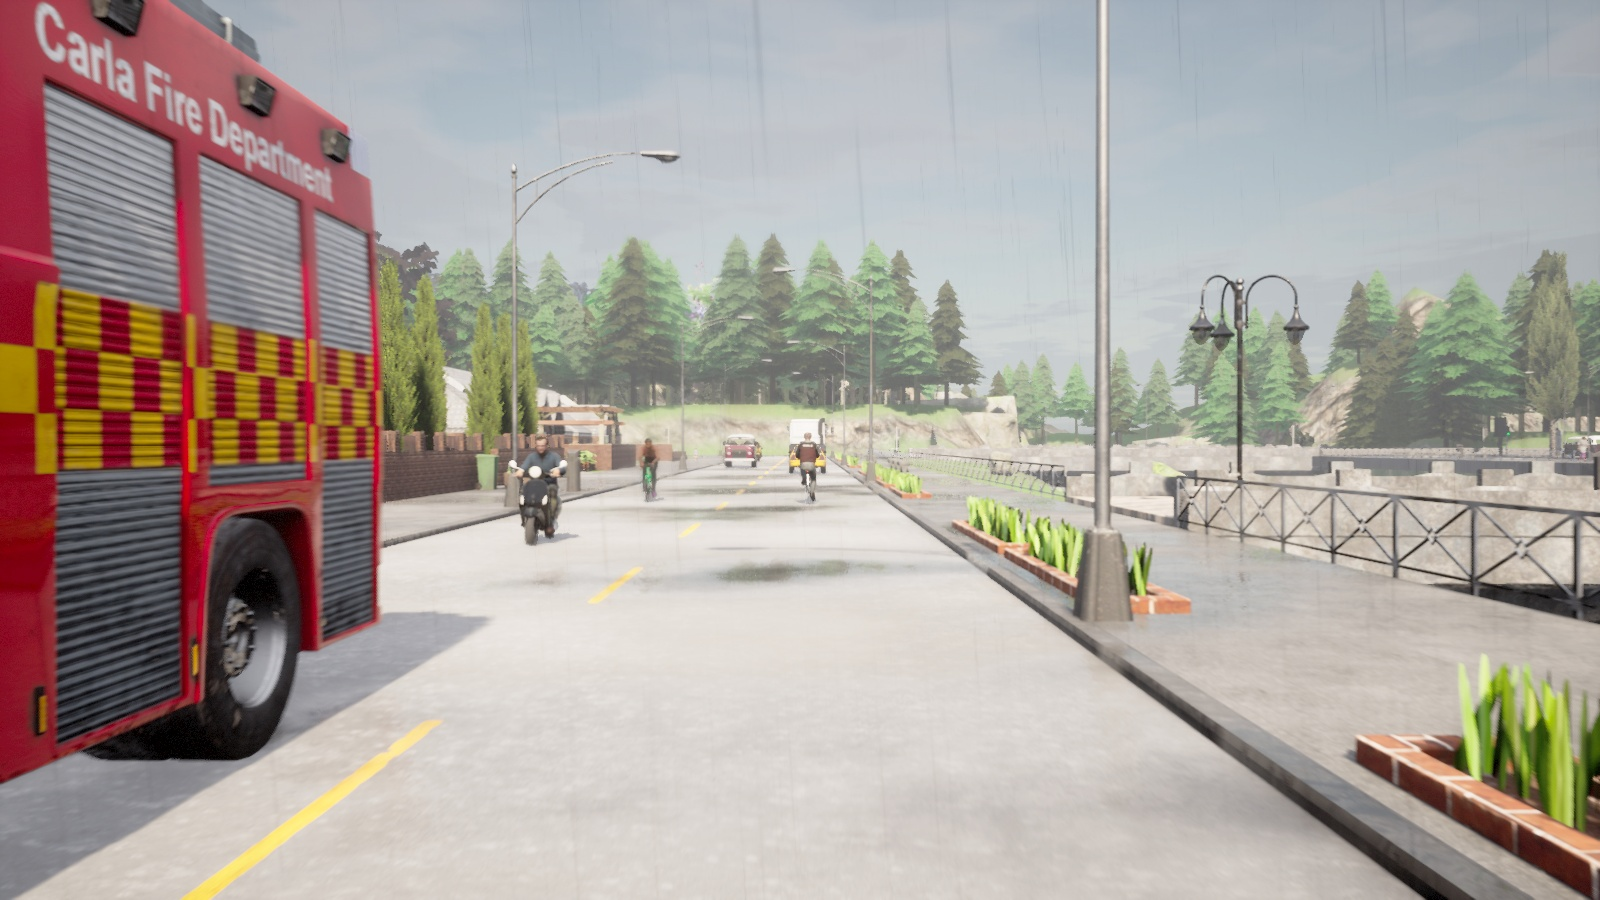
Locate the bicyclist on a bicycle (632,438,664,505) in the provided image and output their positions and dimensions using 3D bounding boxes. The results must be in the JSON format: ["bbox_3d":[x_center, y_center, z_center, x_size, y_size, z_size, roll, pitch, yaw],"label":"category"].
[{"bbox_3d":[-3.803,0.519,31.502,0.582,1.620,1.656,0,1,0],"label":"bicyclist on a bicycle"}]

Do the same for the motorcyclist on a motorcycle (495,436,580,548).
[{"bbox_3d":[-3.877,0.591,18.679,0.866,1.590,1.817,0,0,0],"label":"motorcyclist on a motorcycle"}]

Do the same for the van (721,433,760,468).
[{"bbox_3d":[-3.551,0.041,75.664,2.069,2.038,4.480,0,0,0],"label":"van"}]

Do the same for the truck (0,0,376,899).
[{"bbox_3d":[-3.966,-0.439,3.159,2.891,3.827,8.468,0,0,0],"label":"truck"}]

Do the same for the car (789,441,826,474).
[{"bbox_3d":[0.377,0.331,63.001,1.801,1.575,5.366,0,0,0],"label":"car"}]

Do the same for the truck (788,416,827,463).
[{"bbox_3d":[0.572,-0.781,96.819,2.891,3.462,7.936,0,0,0],"label":"truck"}]
